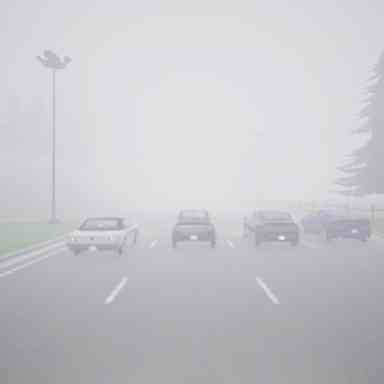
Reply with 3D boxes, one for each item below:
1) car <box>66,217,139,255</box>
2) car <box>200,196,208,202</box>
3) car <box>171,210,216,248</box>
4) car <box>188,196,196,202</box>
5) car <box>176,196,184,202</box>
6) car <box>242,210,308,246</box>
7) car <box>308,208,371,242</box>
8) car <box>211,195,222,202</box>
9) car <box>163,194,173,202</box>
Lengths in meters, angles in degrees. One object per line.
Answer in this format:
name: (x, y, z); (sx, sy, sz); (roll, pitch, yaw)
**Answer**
car: (-3.420, 1.678, 13.726); (1.895, 1.301, 4.718); (0, 0, 0)
car: (3.495, 2.052, 92.072); (1.994, 1.385, 4.181); (0, 0, 0)
car: (0.084, 1.577, 15.383); (2.128, 1.511, 4.902); (0, 0, 0)
car: (-0.005, 2.024, 92.072); (1.812, 1.442, 4.674); (0, 0, 0)
car: (-3.505, 1.997, 91.656); (1.837, 1.490, 4.892); (0, 0, 0)
car: (3.586, 1.592, 15.675); (1.837, 1.490, 4.892); (0, 0, 0)
car: (7.088, 1.572, 16.949); (1.882, 1.535, 5.008); (0, 0, 0)
car: (6.995, 1.722, 91.688); (2.150, 2.045, 5.566); (0, 0, 0)
car: (-7.005, 2.054, 92.102); (1.994, 1.385, 4.181); (0, 0, 0)
